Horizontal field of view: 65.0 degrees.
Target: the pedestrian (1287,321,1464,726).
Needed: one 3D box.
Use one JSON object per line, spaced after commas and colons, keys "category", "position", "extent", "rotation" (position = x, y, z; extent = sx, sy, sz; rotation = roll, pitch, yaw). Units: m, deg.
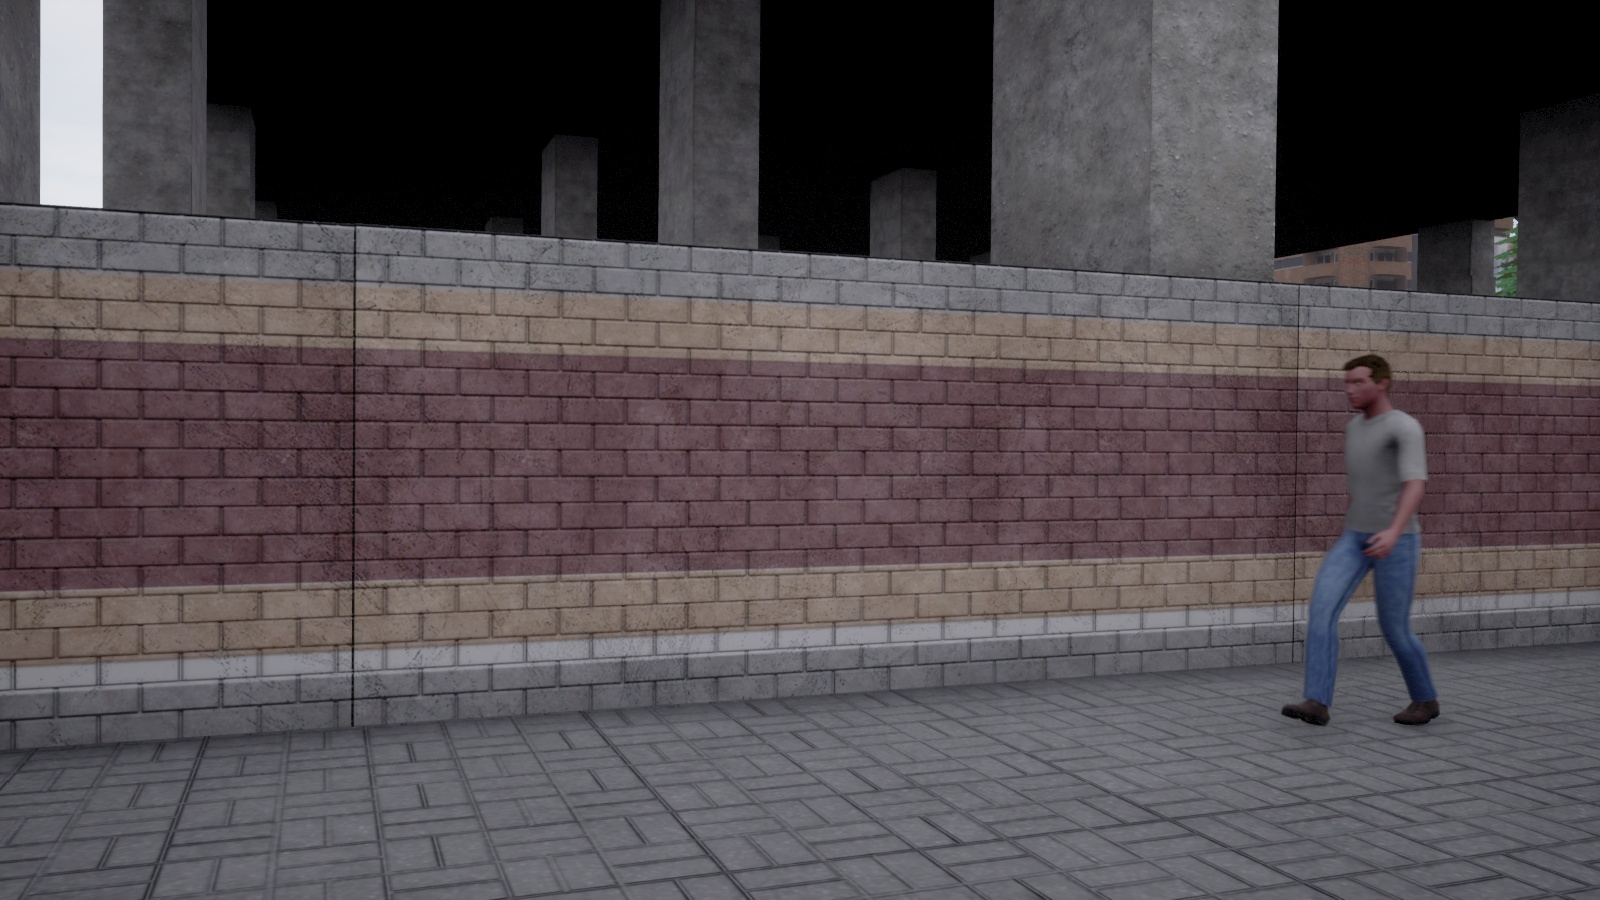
{"category": "pedestrian", "position": [2.731, 0.327, 5.969], "extent": [0.706, 1.836, 0.354], "rotation": [-1, 1, -18]}
